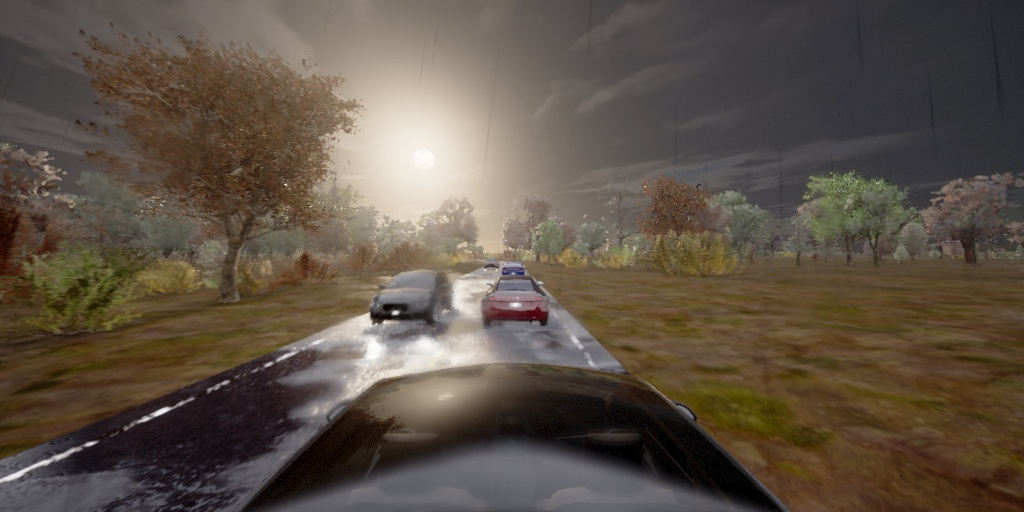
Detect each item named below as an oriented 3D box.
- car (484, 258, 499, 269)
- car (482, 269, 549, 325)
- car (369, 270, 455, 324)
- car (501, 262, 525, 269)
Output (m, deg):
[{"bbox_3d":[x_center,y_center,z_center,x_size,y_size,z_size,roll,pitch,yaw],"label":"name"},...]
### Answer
[{"bbox_3d":[-3.060,1.078,54.272,2.097,1.767,4.553,0,0,0],"label":"car"},{"bbox_3d":[0.100,1.314,11.852,1.994,1.385,4.181,0,0,0],"label":"car"},{"bbox_3d":[-3.100,1.255,11.968,1.837,1.490,4.892,0,0,0],"label":"car"},{"bbox_3d":[0.099,1.221,30.538,1.882,1.535,5.008,0,0,0],"label":"car"}]
